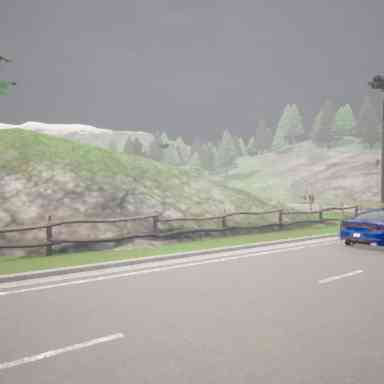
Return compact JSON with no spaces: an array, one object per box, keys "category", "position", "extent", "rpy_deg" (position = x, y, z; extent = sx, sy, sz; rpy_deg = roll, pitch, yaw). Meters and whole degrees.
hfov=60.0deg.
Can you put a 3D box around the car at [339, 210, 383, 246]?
[{"category":"car","position":[8.269,1.484,14.066],"extent":[5.008,1.535,1.882],"rpy_deg":[0,0,-35]}]

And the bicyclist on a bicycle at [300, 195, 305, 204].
[{"category":"bicyclist on a bicycle","position":[19.561,1.313,57.664],"extent":[0.582,1.620,1.656],"rpy_deg":[0,0,34]}]

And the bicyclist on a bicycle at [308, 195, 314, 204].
[{"category":"bicyclist on a bicycle","position":[20.671,1.300,56.921],"extent":[0.582,1.620,1.656],"rpy_deg":[0,0,34]}]

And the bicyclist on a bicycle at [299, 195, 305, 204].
[{"category":"bicyclist on a bicycle","position":[19.189,1.322,57.910],"extent":[0.582,1.620,1.656],"rpy_deg":[0,0,33]}]
